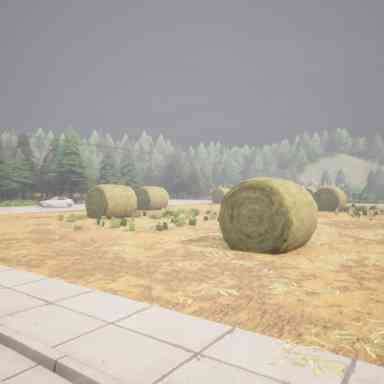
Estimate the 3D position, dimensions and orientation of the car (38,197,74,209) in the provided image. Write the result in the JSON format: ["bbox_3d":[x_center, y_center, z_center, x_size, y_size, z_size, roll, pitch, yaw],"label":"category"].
[{"bbox_3d":[-17.955,1.388,44.138,1.812,1.442,4.674,0,0,36],"label":"car"}]
